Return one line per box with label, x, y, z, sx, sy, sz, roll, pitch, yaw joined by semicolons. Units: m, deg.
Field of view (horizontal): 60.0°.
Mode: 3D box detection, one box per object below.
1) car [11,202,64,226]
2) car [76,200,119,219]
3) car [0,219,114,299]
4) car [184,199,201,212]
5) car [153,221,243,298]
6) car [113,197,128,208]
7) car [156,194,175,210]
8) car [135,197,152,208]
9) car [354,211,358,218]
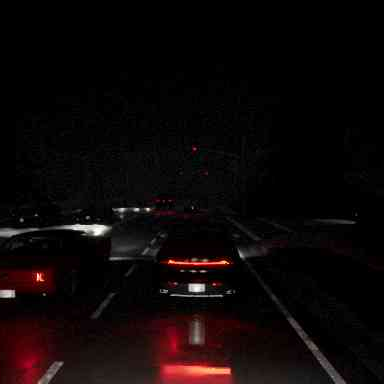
car;-10.619;1.491;23.200;2.128;1.511;4.902;0;0;0
car;-7.121;1.564;24.724;1.994;1.385;4.181;0;0;0
car;-3.420;1.601;8.394;1.895;1.301;4.718;0;0;0
car;0.041;1.525;39.444;1.812;1.442;4.674;0;0;0
car;0.188;1.505;8.508;1.837;1.490;4.892;0;0;2
car;-10.563;1.525;48.139;1.812;1.442;4.674;0;0;0
car;-3.435;1.222;43.210;2.150;2.045;5.566;0;0;0
car;-7.057;1.477;48.844;1.882;1.535;5.008;0;0;0
car;14.838;1.466;25.101;4.892;1.490;1.837;0;0;-1
